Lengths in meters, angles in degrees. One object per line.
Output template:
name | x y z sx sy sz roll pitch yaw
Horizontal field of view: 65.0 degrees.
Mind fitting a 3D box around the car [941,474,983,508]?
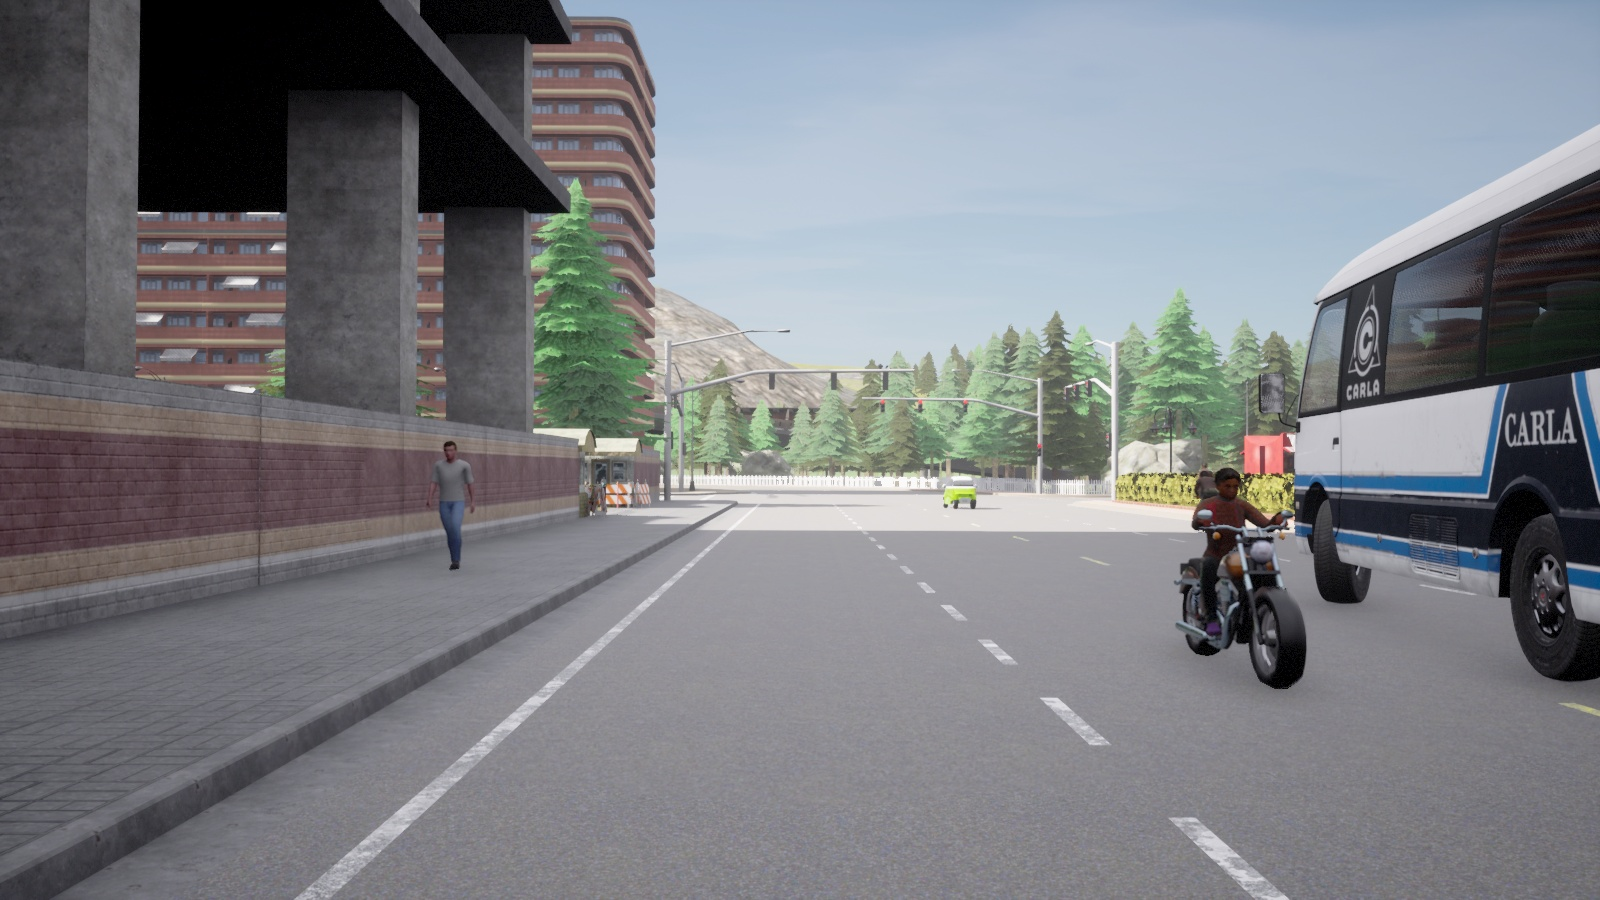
car | 6.868 1.734 53.252 1.481 1.376 2.207 0 -1 0

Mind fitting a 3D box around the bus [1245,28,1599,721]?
bus | 7.458 -0.391 11.983 3.944 4.253 10.273 0 -1 7

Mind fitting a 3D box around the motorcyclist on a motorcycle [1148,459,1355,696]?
motorcyclist on a motorcycle | 3.475 0.917 9.939 0.766 1.649 2.350 0 -1 0

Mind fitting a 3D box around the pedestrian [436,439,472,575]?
pedestrian | -4.773 0.779 17.362 0.354 1.836 0.706 0 -1 -5
